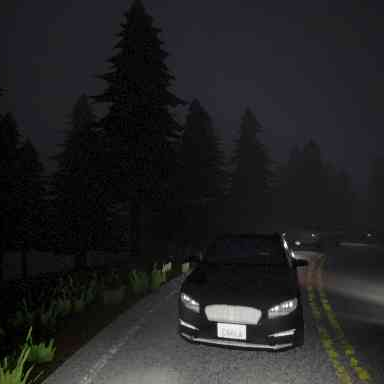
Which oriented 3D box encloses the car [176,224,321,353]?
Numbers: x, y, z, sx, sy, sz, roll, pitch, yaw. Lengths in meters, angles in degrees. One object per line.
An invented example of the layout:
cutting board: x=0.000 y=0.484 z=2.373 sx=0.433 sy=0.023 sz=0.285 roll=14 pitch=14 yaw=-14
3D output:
car: x=1.131 y=1.561 z=6.594 sx=2.128 sy=1.511 sz=4.902 roll=-1 pitch=-2 yaw=15

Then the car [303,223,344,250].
car: x=6.477 y=2.306 z=17.666 sx=1.895 sy=1.301 sz=4.718 roll=-3 pitch=-6 yaw=39

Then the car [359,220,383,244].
car: x=15.802 y=3.222 z=26.444 sx=5.566 sy=2.045 sz=2.150 roll=8 pitch=-8 yaw=-28

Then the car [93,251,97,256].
car: x=-20.287 y=13.650 z=72.956 sx=4.181 sy=1.381 sz=1.994 roll=-2 pitch=-5 yaw=31
